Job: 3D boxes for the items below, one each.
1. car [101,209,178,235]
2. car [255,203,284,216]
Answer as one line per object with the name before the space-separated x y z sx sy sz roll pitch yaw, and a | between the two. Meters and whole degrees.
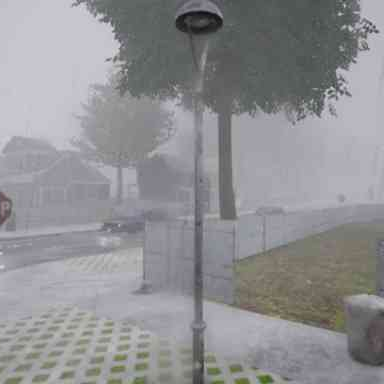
car | -3.050 1.765 20.749 2.033 1.411 5.357 1 0 36
car | 8.650 1.896 36.692 1.812 1.442 4.674 1 0 37
